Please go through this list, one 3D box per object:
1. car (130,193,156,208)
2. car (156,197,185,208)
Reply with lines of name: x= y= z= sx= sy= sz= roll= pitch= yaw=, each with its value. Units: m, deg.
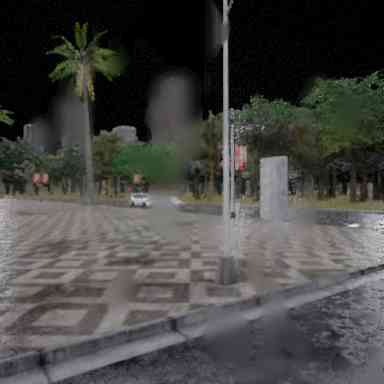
car: x=-6.787 y=1.204 z=47.167 sx=2.150 sy=2.045 sz=5.566 roll=0 pitch=0 yaw=-37
car: x=-2.840 y=1.495 z=47.308 sx=1.812 sy=1.442 sz=4.674 roll=0 pitch=0 yaw=-37
